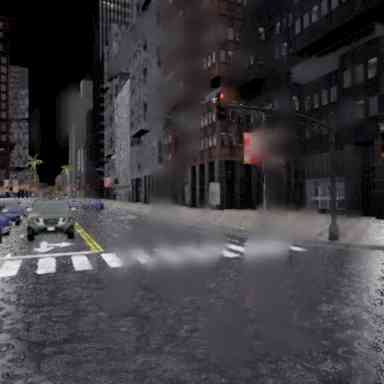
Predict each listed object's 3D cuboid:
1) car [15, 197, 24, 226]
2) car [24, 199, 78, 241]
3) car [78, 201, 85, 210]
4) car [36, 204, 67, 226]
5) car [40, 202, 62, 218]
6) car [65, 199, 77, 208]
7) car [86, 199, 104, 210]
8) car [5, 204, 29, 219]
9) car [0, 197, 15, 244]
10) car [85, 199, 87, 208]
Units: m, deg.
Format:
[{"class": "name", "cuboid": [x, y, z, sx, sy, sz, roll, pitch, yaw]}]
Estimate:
[{"class": "car", "cuboid": [-14.733, 1.550, 26.525, 2.150, 2.045, 5.566, 0, -1, -23]}, {"class": "car", "cuboid": [-7.767, 1.436, 18.513, 2.150, 2.045, 5.566, 0, -1, -22]}, {"class": "car", "cuboid": [-18.588, 2.115, 52.650, 2.033, 1.411, 5.357, 0, 0, -23]}, {"class": "car", "cuboid": [-11.585, 1.809, 27.432, 2.128, 1.511, 4.902, 0, -1, -23]}, {"class": "car", "cuboid": [-15.630, 1.915, 36.933, 2.128, 1.511, 4.902, 0, -1, -23]}, {"class": "car", "cuboid": [-22.744, 2.141, 62.344, 1.882, 1.535, 5.008, 0, 0, -23]}, {"class": "car", "cuboid": [-15.288, 2.031, 53.161, 1.882, 1.535, 5.008, 0, 0, -23]}, {"class": "car", "cuboid": [-18.590, 2.030, 35.584, 1.895, 1.301, 4.718, 0, -1, -23]}, {"class": "car", "cuboid": [-10.663, 1.440, 16.993, 2.150, 2.045, 5.566, 0, -1, -23]}, {"class": "car", "cuboid": [-19.409, 2.140, 62.810, 2.128, 1.511, 4.902, 0, 0, -23]}]
